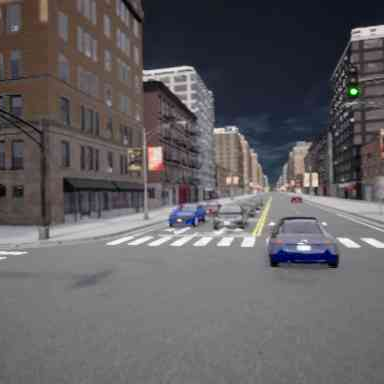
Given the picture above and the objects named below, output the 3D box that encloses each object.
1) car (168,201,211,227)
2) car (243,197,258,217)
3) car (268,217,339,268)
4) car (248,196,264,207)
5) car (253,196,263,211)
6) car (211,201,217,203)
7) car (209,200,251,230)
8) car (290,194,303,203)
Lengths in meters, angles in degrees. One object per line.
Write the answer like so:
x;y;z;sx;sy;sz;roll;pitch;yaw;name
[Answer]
-0.208;1.547;23.799;1.882;1.535;5.008;-1;0;14;car
4.778;1.470;30.478;1.837;1.490;4.892;-1;0;14;car
3.580;1.511;11.174;1.994;1.385;4.181;-2;0;14;car
9.712;1.384;50.258;2.128;1.511;4.902;-1;0;14;car
7.183;1.435;40.198;1.837;1.490;4.892;-1;0;14;car
1.931;1.603;32.503;1.994;1.385;4.181;-1;0;14;car
2.564;1.522;21.495;1.812;1.442;4.674;-1;0;14;car
18.910;1.172;60.343;1.882;1.535;5.008;-1;0;14;car
